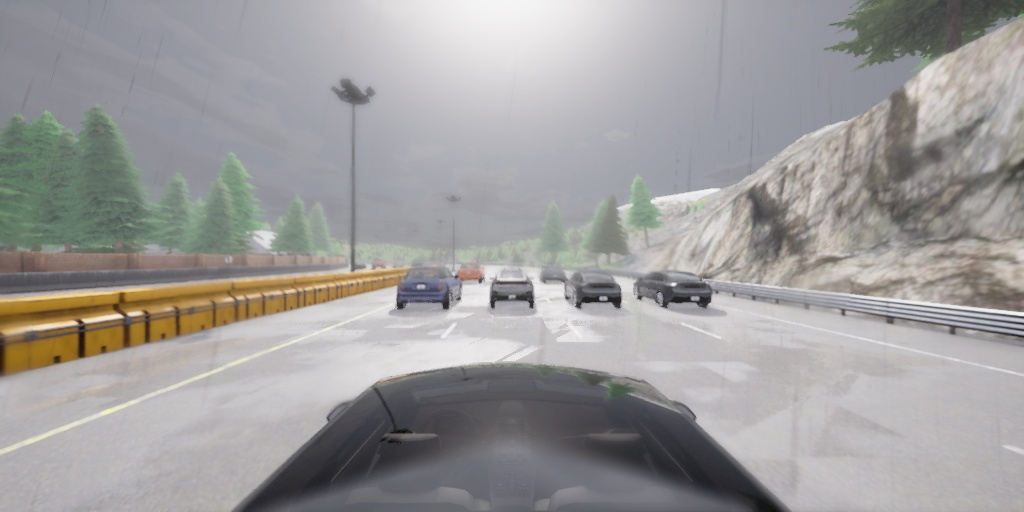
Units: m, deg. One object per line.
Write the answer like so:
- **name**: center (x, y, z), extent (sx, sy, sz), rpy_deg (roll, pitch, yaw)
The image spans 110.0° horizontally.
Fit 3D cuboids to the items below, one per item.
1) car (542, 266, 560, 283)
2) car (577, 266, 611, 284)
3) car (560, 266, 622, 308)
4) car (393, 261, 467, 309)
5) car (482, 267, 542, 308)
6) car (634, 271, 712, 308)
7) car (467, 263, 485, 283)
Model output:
- **car**: center (3.516, 1.587, 31.137), extent (1.994, 1.385, 4.181), rpy_deg (0, 0, 0)
- **car**: center (7.021, 1.587, 31.112), extent (1.994, 1.385, 4.181), rpy_deg (0, 0, 0)
- **car**: center (3.509, 1.392, 16.135), extent (1.837, 1.490, 4.892), rpy_deg (0, 0, 0)
- **car**: center (-3.493, 1.232, 15.925), extent (2.097, 1.767, 4.553), rpy_deg (0, -1, 0)
- **car**: center (0.009, 1.376, 16.131), extent (2.128, 1.511, 4.902), rpy_deg (0, 0, 0)
- **car**: center (7.009, 1.391, 16.117), extent (1.837, 1.490, 4.892), rpy_deg (0, 0, 0)
- **car**: center (-3.479, 1.371, 30.922), extent (2.097, 1.767, 4.553), rpy_deg (0, -1, 0)
